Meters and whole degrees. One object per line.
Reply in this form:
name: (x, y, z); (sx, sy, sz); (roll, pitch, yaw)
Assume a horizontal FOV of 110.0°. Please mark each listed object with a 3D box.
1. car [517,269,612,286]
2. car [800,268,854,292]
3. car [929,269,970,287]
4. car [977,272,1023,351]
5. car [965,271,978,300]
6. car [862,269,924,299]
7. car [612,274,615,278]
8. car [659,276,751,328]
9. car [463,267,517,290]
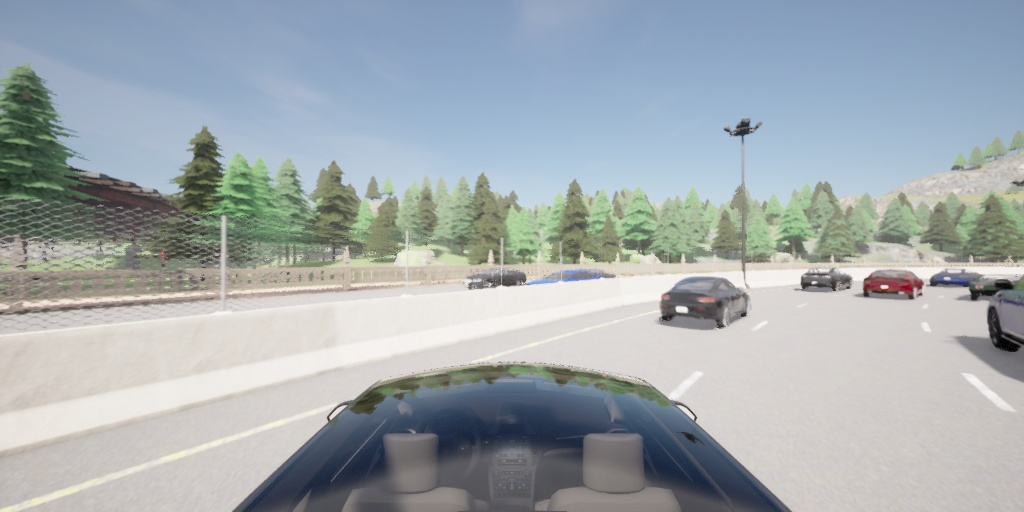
car: (2.824, 1.441, 18.476); (5.008, 1.535, 1.882); (1, -1, -44)
car: (21.260, 1.533, 24.198); (4.902, 1.511, 2.128); (1, -1, -34)
car: (34.132, 1.653, 27.528); (4.181, 1.385, 1.994); (0, -1, -26)
car: (10.396, 1.030, 6.075); (2.150, 2.045, 5.566); (-1, -1, 44)
car: (24.987, 1.569, 18.264); (4.718, 1.301, 1.895); (0, -1, -34)
car: (21.100, 1.464, 19.819); (5.008, 1.535, 1.882); (1, -1, -36)
car: (5.296, 1.601, 25.539); (5.357, 1.411, 2.033); (1, -1, -41)
car: (6.539, 1.409, 12.059); (1.812, 1.442, 4.674); (-1, -1, 44)
car: (-1.092, 1.528, 24.387); (4.902, 1.511, 2.128); (1, -1, -43)
